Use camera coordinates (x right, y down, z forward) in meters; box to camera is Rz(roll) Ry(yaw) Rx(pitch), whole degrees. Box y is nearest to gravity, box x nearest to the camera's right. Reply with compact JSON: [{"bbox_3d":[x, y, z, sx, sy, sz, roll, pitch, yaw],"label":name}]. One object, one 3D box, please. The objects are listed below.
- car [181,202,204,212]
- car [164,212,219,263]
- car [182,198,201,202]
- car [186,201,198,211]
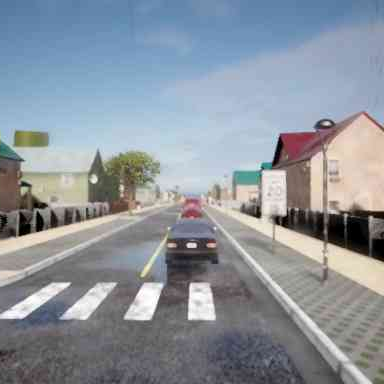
[{"bbox_3d":[0.010,1.867,28.874,1.812,1.442,4.674,0,-1,1],"label":"car"},{"bbox_3d":[0.002,1.685,12.536,2.033,1.411,5.357,0,-1,0],"label":"car"},{"bbox_3d":[-0.014,1.725,40.533,2.150,2.045,5.566,0,-1,0],"label":"car"},{"bbox_3d":[-0.029,2.243,54.481,1.812,1.442,4.674,0,-1,0],"label":"car"}]
